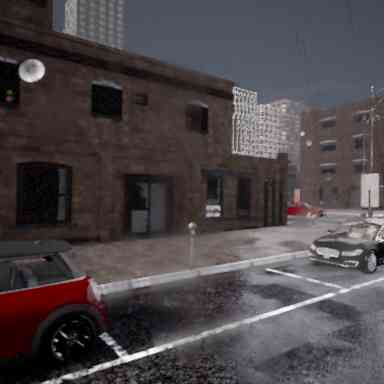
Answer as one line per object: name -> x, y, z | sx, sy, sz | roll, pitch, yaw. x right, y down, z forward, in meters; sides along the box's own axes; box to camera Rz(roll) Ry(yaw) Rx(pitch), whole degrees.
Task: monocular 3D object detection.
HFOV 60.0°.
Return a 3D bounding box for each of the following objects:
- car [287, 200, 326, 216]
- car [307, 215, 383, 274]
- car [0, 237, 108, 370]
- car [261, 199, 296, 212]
car -> 10.024, 1.618, 30.422 | 1.887, 1.381, 4.507 | 1, -1, -35
car -> 5.514, 1.553, 10.474 | 4.403, 1.369, 2.008 | 0, 1, -35
car -> -3.289, 1.441, 4.193 | 4.097, 1.590, 1.967 | 0, 1, -35
car -> 11.316, 1.763, 43.651 | 1.967, 1.590, 4.097 | 1, -1, -35
